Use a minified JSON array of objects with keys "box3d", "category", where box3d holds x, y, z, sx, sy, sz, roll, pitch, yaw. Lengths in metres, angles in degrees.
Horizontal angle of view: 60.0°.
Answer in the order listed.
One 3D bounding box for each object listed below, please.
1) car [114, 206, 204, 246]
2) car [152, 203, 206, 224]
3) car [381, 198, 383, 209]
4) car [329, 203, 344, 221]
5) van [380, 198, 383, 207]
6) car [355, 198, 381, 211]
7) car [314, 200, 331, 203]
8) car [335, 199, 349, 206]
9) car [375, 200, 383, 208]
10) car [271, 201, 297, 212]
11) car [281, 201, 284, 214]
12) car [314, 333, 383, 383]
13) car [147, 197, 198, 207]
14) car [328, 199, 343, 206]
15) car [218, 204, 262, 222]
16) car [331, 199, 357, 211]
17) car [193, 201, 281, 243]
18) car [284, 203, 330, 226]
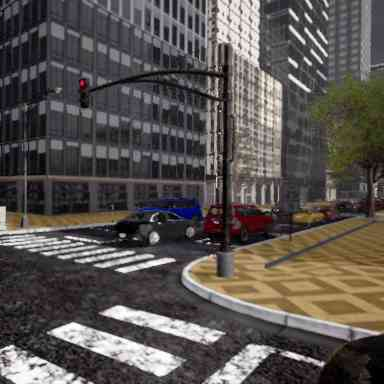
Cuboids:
[{"box3d":[-1.646,1.668,16.478,1.837,1.490,4.892,-1,-1,34],"category":"car"},{"box3d":[-0.922,1.687,27.020,1.752,1.417,4.829,0,0,36],"category":"car"},{"box3d":[32.755,1.977,58.451,2.192,1.841,5.009,0,0,36],"category":"car"},{"box3d":[12.626,1.961,31.244,1.802,1.307,4.206,0,0,36],"category":"car"},{"box3d":[39.463,2.095,67.519,1.690,1.788,3.998,0,0,36],"category":"van"},{"box3d":[26.046,1.885,49.382,2.192,1.841,5.009,0,0,36],"category":"car"},{"box3d":[22.550,2.022,58.748,1.752,1.417,4.829,0,0,36],"category":"car"},{"box3d":[32.709,2.186,72.482,2.008,1.369,4.403,0,0,36],"category":"car"},{"box3d":[36.107,2.253,62.984,1.887,1.381,4.507,0,0,36],"category":"car"},{"box3d":[12.592,1.923,45.287,1.947,1.339,4.313,0,0,36],"category":"car"},{"box3d":[10.647,1.841,38.266,1.837,1.490,4.892,1,0,37],"category":"car"},{"box3d":[3.066,1.502,1.504,4.892,1.490,1.837,0,0,35],"category":"car"},{"box3d":[-1.541,1.380,21.805,2.150,2.045,5.566,1,0,38],"category":"car"},{"box3d":[29.357,2.172,67.949,1.802,1.307,4.206,0,0,36],"category":"car"},{"box3d":[4.413,1.846,29.870,1.895,1.301,4.718,1,0,37],"category":"car"},{"box3d":[22.336,2.036,48.715,1.812,1.442,4.674,1,0,36],"category":"car"},{"box3d":[2.566,1.547,17.641,2.192,1.841,5.009,0,0,36],"category":"car"},{"box3d":[9.374,1.857,26.845,1.752,1.417,4.829,0,0,36],"category":"car"}]
